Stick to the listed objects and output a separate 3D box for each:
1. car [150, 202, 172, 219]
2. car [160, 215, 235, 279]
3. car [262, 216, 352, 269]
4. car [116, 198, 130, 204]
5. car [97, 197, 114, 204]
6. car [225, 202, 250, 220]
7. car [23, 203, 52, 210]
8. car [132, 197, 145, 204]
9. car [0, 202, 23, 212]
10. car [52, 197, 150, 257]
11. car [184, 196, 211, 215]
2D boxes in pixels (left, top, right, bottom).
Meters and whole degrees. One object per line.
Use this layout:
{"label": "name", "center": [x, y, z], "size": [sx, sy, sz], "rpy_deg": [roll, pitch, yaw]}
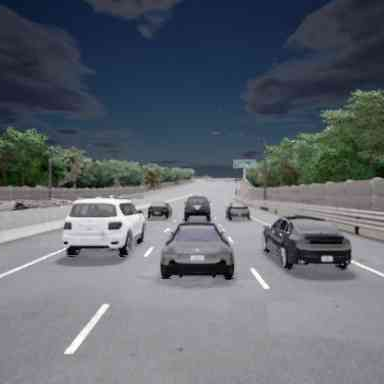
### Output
{"label": "car", "center": [-2.947, 1.653, 31.312], "size": [1.882, 1.535, 5.008], "rpy_deg": [0, 0, 2]}
{"label": "car", "center": [0.158, 1.621, 10.276], "size": [1.994, 1.385, 4.181], "rpy_deg": [0, 0, 1]}
{"label": "car", "center": [3.670, 1.570, 11.385], "size": [1.837, 1.490, 4.892], "rpy_deg": [0, 0, 1]}
{"label": "car", "center": [-15.166, 1.916, 73.584], "size": [1.895, 1.301, 4.718], "rpy_deg": [0, 0, 4]}
{"label": "car", "center": [-18.764, 1.865, 72.131], "size": [2.033, 1.411, 5.357], "rpy_deg": [0, 0, 4]}
{"label": "car", "center": [4.011, 1.663, 29.696], "size": [2.128, 1.511, 4.902], "rpy_deg": [0, 0, 2]}
{"label": "car", "center": [-13.639, 1.732, 31.483], "size": [1.994, 1.385, 4.181], "rpy_deg": [0, 0, 2]}
{"label": "car", "center": [-11.671, 1.824, 73.385], "size": [1.837, 1.490, 4.892], "rpy_deg": [0, 0, 4]}
{"label": "car", "center": [-17.139, 1.691, 31.531], "size": [1.812, 1.442, 4.674], "rpy_deg": [0, 0, 2]}
{"label": "car", "center": [-3.305, 1.295, 13.492], "size": [2.150, 2.045, 5.566], "rpy_deg": [0, 0, 1]}
{"label": "car", "center": [0.487, 1.385, 28.887], "size": [2.150, 2.045, 5.566], "rpy_deg": [0, 0, 1]}
